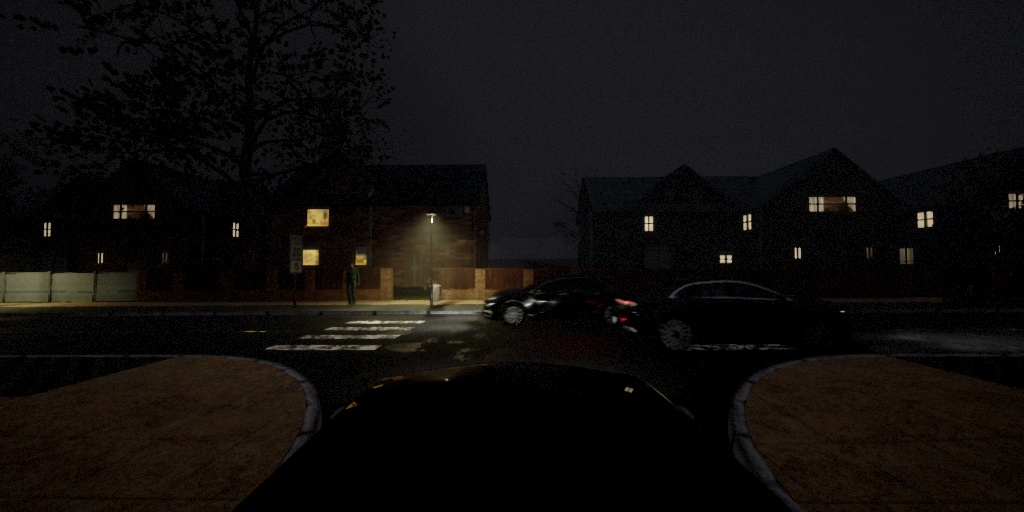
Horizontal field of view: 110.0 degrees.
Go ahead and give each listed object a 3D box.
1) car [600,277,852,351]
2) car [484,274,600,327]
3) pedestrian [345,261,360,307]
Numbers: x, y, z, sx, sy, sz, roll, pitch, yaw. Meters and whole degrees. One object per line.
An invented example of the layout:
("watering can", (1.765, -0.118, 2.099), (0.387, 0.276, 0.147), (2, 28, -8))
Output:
("car", (4.776, 1.212, 8.193), (4.902, 1.511, 2.128), (-1, -1, 2))
("car", (1.552, 1.330, 11.246), (4.892, 1.490, 1.837), (-1, -1, 2))
("pedestrian", (-6.451, 1.113, 14.418), (0.375, 1.860, 0.375), (0, -1, 2))
